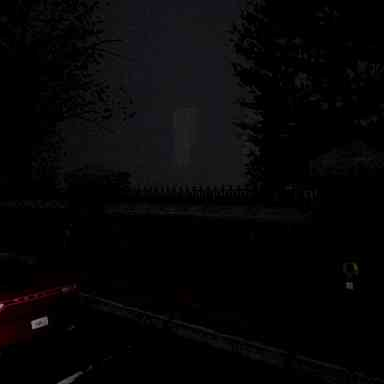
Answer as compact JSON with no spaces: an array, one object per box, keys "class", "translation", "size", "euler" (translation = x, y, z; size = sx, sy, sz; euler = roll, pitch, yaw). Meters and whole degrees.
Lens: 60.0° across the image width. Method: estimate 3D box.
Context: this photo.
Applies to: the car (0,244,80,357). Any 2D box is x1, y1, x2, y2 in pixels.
[{"class":"car","translation":[-3.768,1.544,5.576],"size":[4.507,1.381,1.887],"euler":[0,0,36]}]
